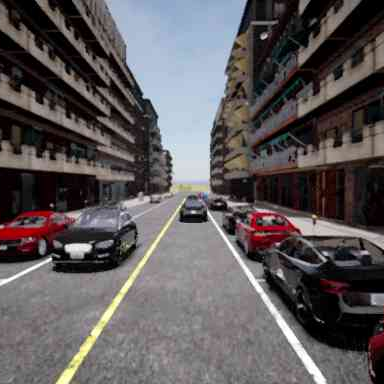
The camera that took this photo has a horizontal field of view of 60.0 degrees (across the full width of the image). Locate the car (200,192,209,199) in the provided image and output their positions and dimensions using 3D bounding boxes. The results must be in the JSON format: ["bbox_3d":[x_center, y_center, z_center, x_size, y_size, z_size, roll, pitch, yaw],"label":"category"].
[{"bbox_3d":[2.693,0.803,74.661,1.802,1.307,4.206,-1,1,0],"label":"car"}]

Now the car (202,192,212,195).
[{"bbox_3d":[2.687,1.112,46.340,1.802,1.307,4.206,-1,1,0],"label":"car"}]

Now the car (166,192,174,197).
[{"bbox_3d":[-5.685,0.662,85.938,1.947,1.339,4.313,-1,1,0],"label":"car"}]

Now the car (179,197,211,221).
[{"bbox_3d":[0.105,1.318,24.546,1.994,1.385,4.181,0,1,0],"label":"car"}]

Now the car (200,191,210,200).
[{"bbox_3d":[2.689,0.724,68.996,1.967,1.590,4.097,-1,1,0],"label":"car"}]

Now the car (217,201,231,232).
[{"bbox_3d":[2.654,1.386,18.018,1.947,1.339,4.313,-1,1,0],"label":"car"}]

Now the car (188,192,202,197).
[{"bbox_3d":[0.110,1.053,46.561,1.812,1.442,4.674,0,1,0],"label":"car"}]

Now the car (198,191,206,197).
[{"bbox_3d":[2.696,0.576,91.654,1.887,1.381,4.507,-1,1,0],"label":"car"}]

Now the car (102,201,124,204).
[{"bbox_3d":[-5.698,1.329,23.627,1.947,1.339,4.313,-1,1,0],"label":"car"}]

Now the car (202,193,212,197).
[{"bbox_3d":[2.685,1.139,40.675,2.008,1.369,4.403,-1,1,0],"label":"car"}]

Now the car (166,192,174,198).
[{"bbox_3d":[-5.687,0.687,80.101,1.752,1.417,4.829,-1,1,0],"label":"car"}]

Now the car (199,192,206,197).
[{"bbox_3d":[2.695,0.640,85.989,1.887,1.381,4.507,-1,1,0],"label":"car"}]

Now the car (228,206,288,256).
[{"bbox_3d":[2.647,1.422,12.354,1.887,1.381,4.507,-1,1,0],"label":"car"}]

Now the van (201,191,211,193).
[{"bbox_3d":[2.686,0.750,57.666,1.690,1.788,3.998,-1,1,0],"label":"van"}]

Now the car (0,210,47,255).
[{"bbox_3d":[-5.700,1.423,12.296,1.887,1.381,4.507,-1,1,0],"label":"car"}]

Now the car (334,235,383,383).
[{"bbox_3d":[2.640,1.304,1.024,2.192,1.841,5.009,-1,1,0],"label":"car"}]

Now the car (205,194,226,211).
[{"bbox_3d":[2.686,1.213,35.010,1.947,1.339,4.313,-1,1,0],"label":"car"}]

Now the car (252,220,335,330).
[{"bbox_3d":[2.646,1.499,6.690,1.947,1.339,4.313,-1,1,0],"label":"car"}]

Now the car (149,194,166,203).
[{"bbox_3d":[-5.692,1.022,51.950,2.008,1.369,4.403,-1,1,0],"label":"car"}]

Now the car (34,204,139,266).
[{"bbox_3d":[-3.003,1.382,11.170,2.128,1.511,4.902,0,0,0],"label":"car"}]
